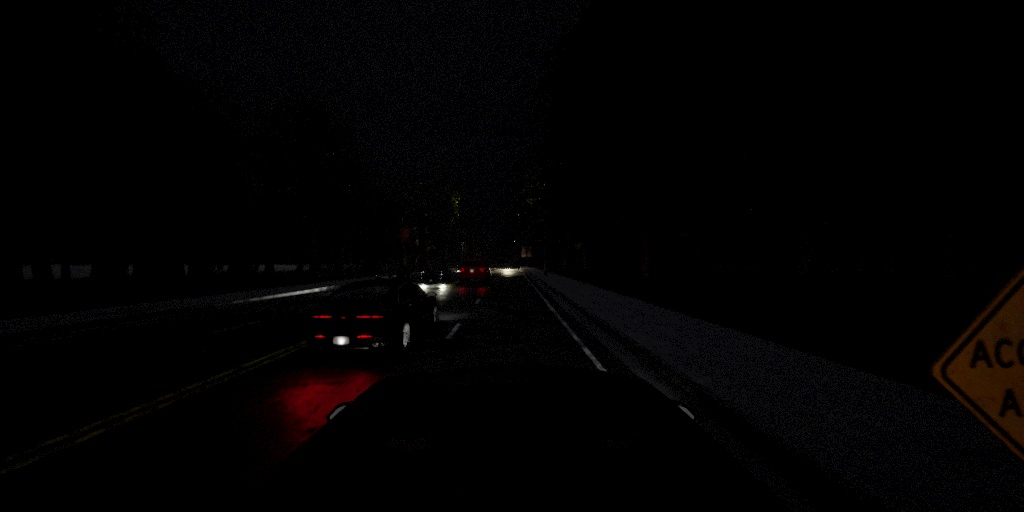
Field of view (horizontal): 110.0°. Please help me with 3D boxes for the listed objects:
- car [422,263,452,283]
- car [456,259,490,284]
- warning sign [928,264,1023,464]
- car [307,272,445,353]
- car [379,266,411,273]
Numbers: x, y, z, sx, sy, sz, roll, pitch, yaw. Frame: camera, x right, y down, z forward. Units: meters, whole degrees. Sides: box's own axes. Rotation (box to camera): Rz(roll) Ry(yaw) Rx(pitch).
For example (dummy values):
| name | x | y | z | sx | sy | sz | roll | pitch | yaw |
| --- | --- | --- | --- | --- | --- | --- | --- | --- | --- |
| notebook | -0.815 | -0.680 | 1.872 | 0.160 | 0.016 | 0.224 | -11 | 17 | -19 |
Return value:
| name | x | y | z | sx | sy | sz | roll | pitch | yaw |
| --- | --- | --- | --- | --- | --- | --- | --- | --- | --- |
| car | -6.597 | 1.440 | 31.414 | 2.097 | 1.767 | 4.553 | 0 | -1 | 0 |
| car | -3.152 | 1.303 | 30.963 | 2.150 | 2.045 | 5.566 | 0 | -1 | 0 |
| warning sign | 2.851 | 0.867 | 1.871 | 1.300 | 1.860 | 1.060 | 0 | 0 | 0 |
| car | -3.166 | 1.336 | 9.083 | 1.837 | 1.490 | 4.892 | 0 | 0 | 0 |
| car | -9.849 | 1.562 | 30.021 | 2.128 | 1.511 | 4.902 | 0 | -1 | 0 |
